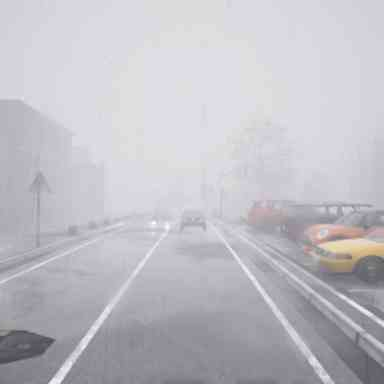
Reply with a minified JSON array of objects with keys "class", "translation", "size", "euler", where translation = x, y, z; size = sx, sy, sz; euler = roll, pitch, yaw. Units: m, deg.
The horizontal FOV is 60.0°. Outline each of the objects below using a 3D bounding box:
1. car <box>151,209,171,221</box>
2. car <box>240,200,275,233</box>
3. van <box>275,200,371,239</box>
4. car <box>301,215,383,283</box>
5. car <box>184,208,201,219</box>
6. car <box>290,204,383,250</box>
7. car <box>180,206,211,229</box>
[{"class":"car","translation":[-3.368,2.498,36.999],"size":[1.895,1.301,4.718],"euler":[0,-3,0]},{"class":"car","translation":[6.242,1.521,21.424],"size":[5.566,2.045,2.435],"euler":[0,-1,-1]},{"class":"van","translation":[6.378,1.418,15.233],"size":[4.442,1.987,1.878],"euler":[0,-1,0]},{"class":"car","translation":[6.117,1.547,9.274],"size":[5.366,1.575,1.946],"euler":[0,-1,0]},{"class":"car","translation":[0.026,2.693,41.825],"size":[1.994,1.385,4.181],"euler":[0,-3,0]},{"class":"car","translation":[6.313,1.464,12.194],"size":[4.553,1.767,2.185],"euler":[0,-1,0]},{"class":"car","translation":[0.068,1.967,24.718],"size":[2.033,1.411,5.357],"euler":[0,-2,0]}]
